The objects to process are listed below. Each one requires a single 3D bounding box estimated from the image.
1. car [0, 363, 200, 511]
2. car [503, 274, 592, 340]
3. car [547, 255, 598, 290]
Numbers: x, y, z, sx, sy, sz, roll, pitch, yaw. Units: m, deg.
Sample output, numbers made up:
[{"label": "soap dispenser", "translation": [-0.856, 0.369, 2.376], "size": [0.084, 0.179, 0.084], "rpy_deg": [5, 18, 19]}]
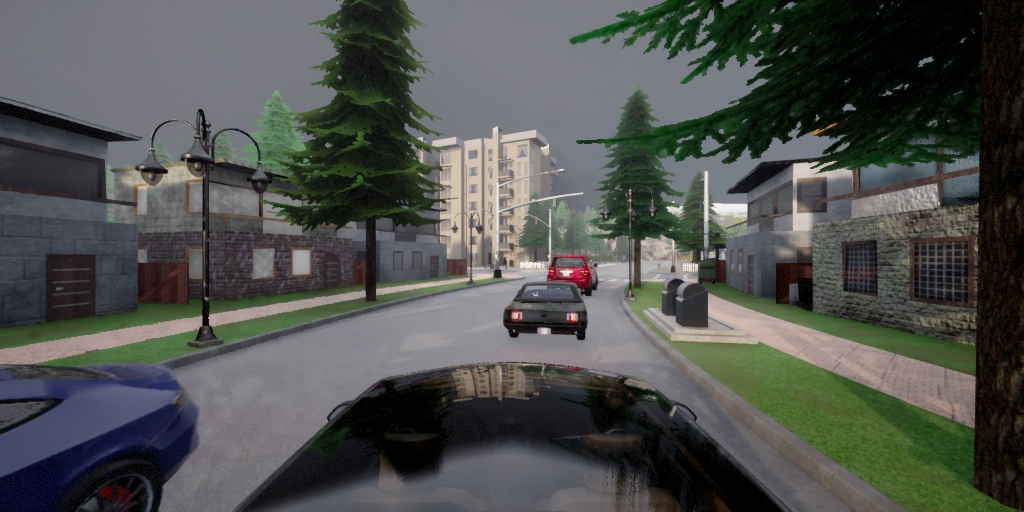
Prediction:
[{"label": "car", "translation": [-3.417, 1.276, 0.960], "size": [1.812, 1.442, 4.674], "rpy_deg": [0, 0, 1]}, {"label": "car", "translation": [1.076, 1.351, 10.025], "size": [1.895, 1.301, 4.718], "rpy_deg": [0, 0, 9]}, {"label": "car", "translation": [3.379, 0.971, 19.519], "size": [2.150, 2.045, 5.566], "rpy_deg": [0, 0, 18]}]
